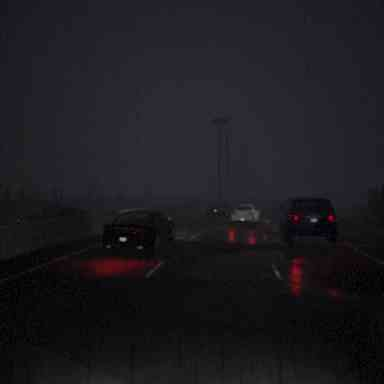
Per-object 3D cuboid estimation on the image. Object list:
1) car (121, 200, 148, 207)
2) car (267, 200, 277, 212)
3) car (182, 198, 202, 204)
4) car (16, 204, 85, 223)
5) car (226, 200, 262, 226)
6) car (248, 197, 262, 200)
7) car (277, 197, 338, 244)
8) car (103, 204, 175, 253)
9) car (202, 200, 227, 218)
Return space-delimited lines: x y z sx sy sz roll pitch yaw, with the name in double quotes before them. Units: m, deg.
"car" -7.470 1.679 43.484 1.994 1.385 4.181 0 0 25
"car" 10.566 1.663 40.214 2.033 1.411 5.357 0 0 27
"car" 0.262 1.641 50.721 1.882 1.535 5.008 0 -1 31
"car" -8.191 1.507 19.743 2.128 1.511 4.902 0 0 13
"car" 3.957 1.572 24.027 1.812 1.442 4.674 0 0 16
"car" 11.678 1.746 61.958 2.128 1.511 4.902 0 -1 34
"car" 5.557 1.253 16.341 2.150 2.045 5.566 0 0 11
"car" -2.009 1.490 13.939 1.882 1.535 5.008 0 0 9
"car" 2.778 1.634 31.413 1.994 1.385 4.181 0 0 20
